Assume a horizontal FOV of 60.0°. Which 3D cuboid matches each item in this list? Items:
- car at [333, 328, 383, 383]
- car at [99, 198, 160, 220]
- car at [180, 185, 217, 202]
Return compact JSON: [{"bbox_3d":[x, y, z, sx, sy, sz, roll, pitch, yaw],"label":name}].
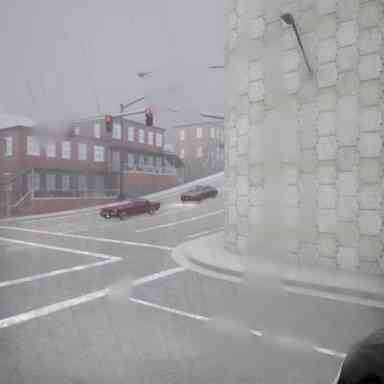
[{"bbox_3d":[3.318,1.492,1.597,4.902,1.511,2.128,0,0,36],"label":"car"},{"bbox_3d":[-4.550,1.187,24.722,1.895,1.301,4.718,0,5,35],"label":"car"},{"bbox_3d":[0.684,0.078,32.106,1.994,1.385,4.181,0,9,36],"label":"car"}]
